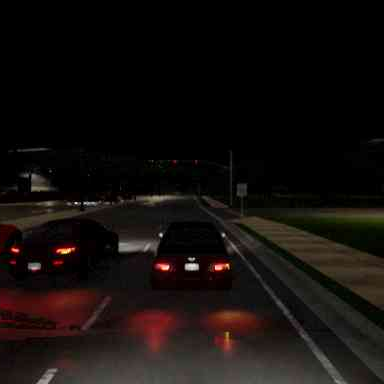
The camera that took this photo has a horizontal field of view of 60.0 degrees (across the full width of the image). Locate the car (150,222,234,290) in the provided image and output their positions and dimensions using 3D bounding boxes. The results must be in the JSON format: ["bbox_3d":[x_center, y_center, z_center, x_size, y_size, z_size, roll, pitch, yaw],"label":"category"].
[{"bbox_3d":[0.002,1.525,9.101,2.033,1.411,5.357,0,0,0],"label":"car"}]

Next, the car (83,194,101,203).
[{"bbox_3d":[-19.810,1.433,67.435,1.895,1.301,4.718,0,0,0],"label":"car"}]

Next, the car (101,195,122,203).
[{"bbox_3d":[-16.310,1.377,67.485,2.033,1.411,5.357,0,0,0],"label":"car"}]

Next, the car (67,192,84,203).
[{"bbox_3d":[-23.310,1.063,67.403,2.150,2.045,5.566,0,0,0],"label":"car"}]

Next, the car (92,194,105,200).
[{"bbox_3d":[-23.315,1.324,83.004,1.812,1.442,4.674,0,0,0],"label":"car"}]

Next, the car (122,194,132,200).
[{"bbox_3d":[-16.315,1.278,83.040,1.882,1.535,5.008,0,0,0],"label":"car"}]

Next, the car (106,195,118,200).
[{"bbox_3d":[-19.815,1.352,83.026,1.994,1.385,4.181,0,0,0],"label":"car"}]

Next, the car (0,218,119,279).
[{"bbox_3d":[-3.501,1.502,9.809,1.812,1.442,4.674,0,0,1],"label":"car"}]
